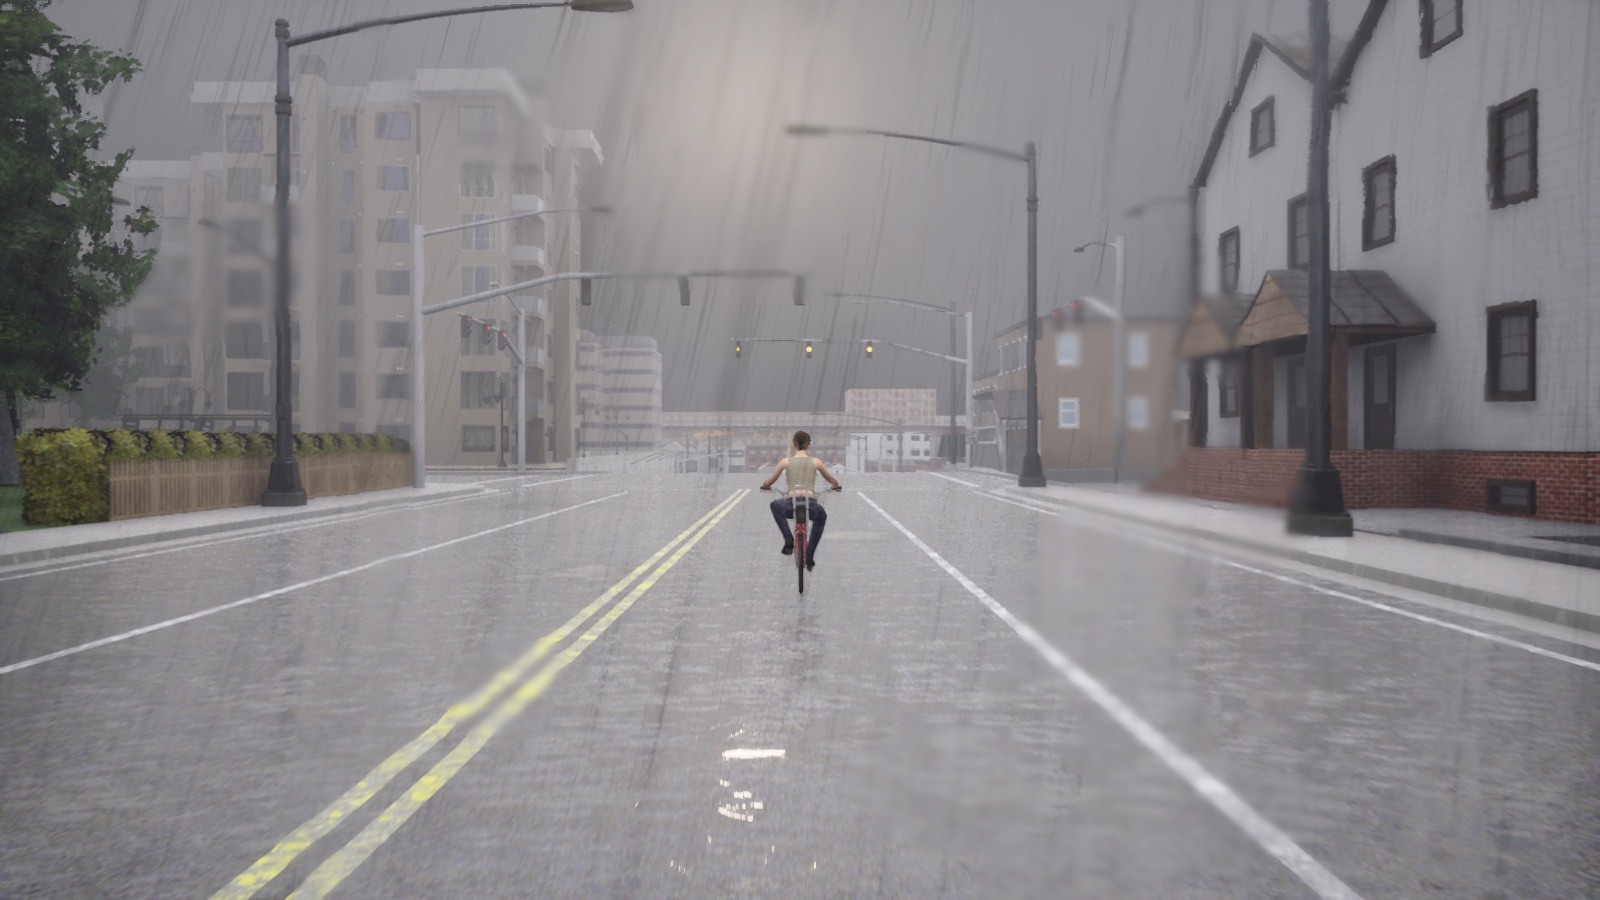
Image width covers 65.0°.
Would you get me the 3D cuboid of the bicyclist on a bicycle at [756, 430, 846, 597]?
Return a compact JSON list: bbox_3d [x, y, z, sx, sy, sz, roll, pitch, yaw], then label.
[{"bbox_3d":[0.015,0.611,12.851,0.866,1.612,1.509,0,0,0],"label":"bicyclist on a bicycle"}]
